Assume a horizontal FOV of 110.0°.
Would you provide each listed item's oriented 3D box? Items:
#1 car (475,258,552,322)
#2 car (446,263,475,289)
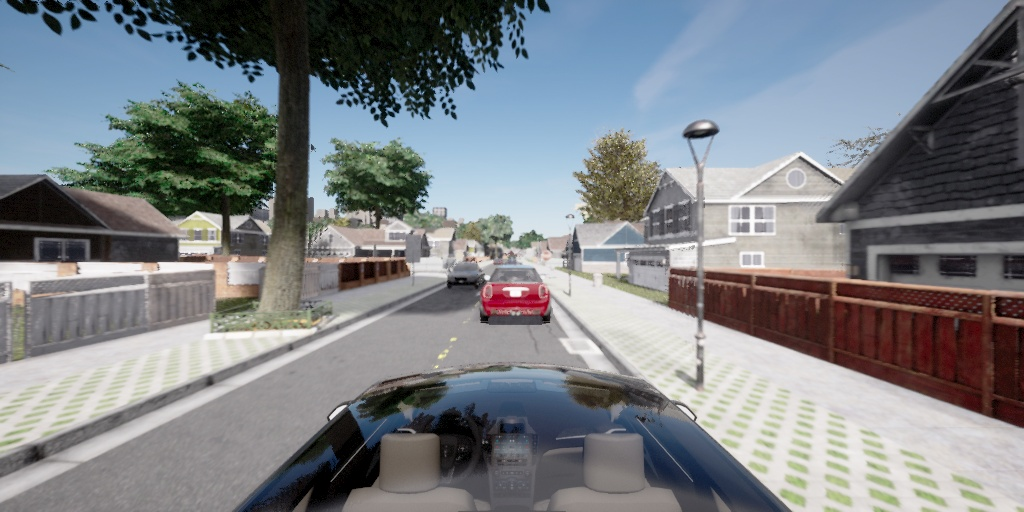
[{"bbox_3d":[0.102,1.058,12.214,2.097,1.767,4.553,0,0,0],"label":"car"},{"bbox_3d":[-2.813,1.181,22.302,1.837,1.490,4.892,0,0,0],"label":"car"}]
